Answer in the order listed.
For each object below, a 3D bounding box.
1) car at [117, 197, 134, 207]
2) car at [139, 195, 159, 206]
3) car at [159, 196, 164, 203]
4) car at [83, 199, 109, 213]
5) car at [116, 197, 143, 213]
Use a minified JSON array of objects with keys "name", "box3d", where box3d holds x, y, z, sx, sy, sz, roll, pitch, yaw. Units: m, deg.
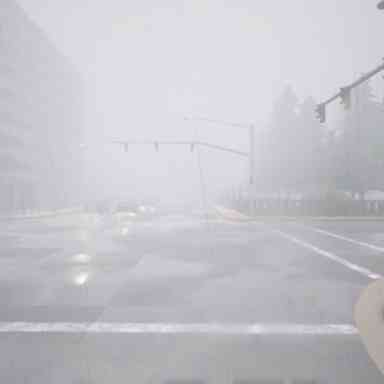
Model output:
[{"name":"car","box3d":[-10.567,1.535,53.273,1.837,1.490,4.892,0,0,0]},{"name":"car","box3d":[-7.062,1.631,54.401,1.895,1.301,4.718,0,0,0]},{"name":"car","box3d":[-6.983,1.522,69.269,1.895,1.301,4.718,0,0,0]},{"name":"car","box3d":[-10.586,1.512,37.052,2.128,1.511,4.902,0,0,0]},{"name":"car","box3d":[-7.085,1.585,37.042,1.994,1.385,4.181,0,0,0]}]
